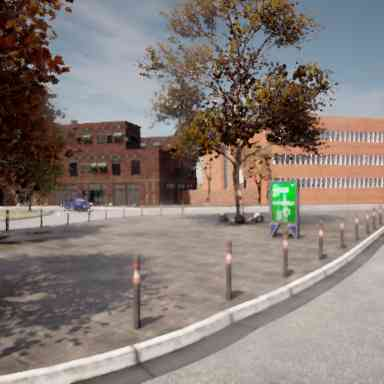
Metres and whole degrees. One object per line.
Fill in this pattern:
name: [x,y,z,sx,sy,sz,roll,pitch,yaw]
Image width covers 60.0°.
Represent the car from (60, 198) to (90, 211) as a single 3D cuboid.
car: [-13.051,1.373,37.376,1.812,1.442,4.674,0,0,-41]
